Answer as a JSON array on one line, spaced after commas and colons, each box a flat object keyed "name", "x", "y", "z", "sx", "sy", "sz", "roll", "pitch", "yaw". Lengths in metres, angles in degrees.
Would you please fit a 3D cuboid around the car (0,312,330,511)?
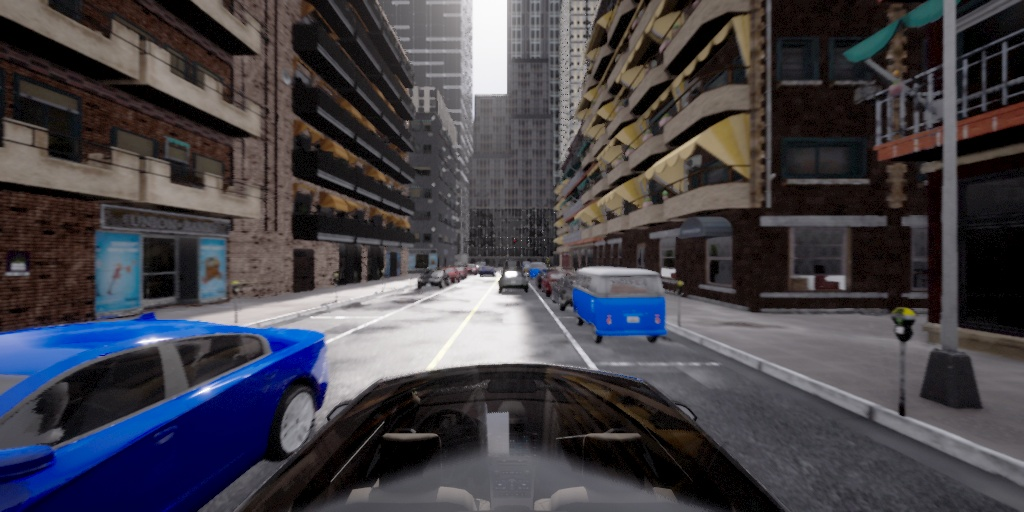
[{"name": "car", "x": -3.099, "y": 1.234, "z": 2.211, "sx": 1.882, "sy": 1.535, "sz": 5.008, "roll": 0, "pitch": -1, "yaw": 0}]

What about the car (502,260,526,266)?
[{"name": "car", "x": 0.091, "y": 1.462, "z": 38.604, "sx": 2.150, "sy": 2.045, "sz": 5.566, "roll": 0, "pitch": 0, "yaw": 0}]

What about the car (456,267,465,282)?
[{"name": "car", "x": -5.689, "y": 1.697, "z": 32.210, "sx": 1.888, "sy": 1.381, "sz": 4.507, "roll": 0, "pitch": 0, "yaw": 0}]

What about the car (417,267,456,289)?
[{"name": "car", "x": -5.689, "y": 1.644, "z": 26.608, "sx": 1.948, "sy": 1.339, "sz": 4.313, "roll": 0, "pitch": 0, "yaw": 0}]

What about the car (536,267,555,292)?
[{"name": "car", "x": 2.691, "y": 1.549, "z": 20.978, "sx": 1.888, "sy": 1.381, "sz": 4.507, "roll": 0, "pitch": 0, "yaw": 0}]

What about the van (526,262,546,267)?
[{"name": "van", "x": 2.693, "y": 1.567, "z": 37.782, "sx": 1.690, "sy": 1.789, "sz": 3.998, "roll": 0, "pitch": 0, "yaw": 0}]

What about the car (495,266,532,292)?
[{"name": "car", "x": 0.096, "y": 1.611, "z": 24.220, "sx": 1.994, "sy": 1.385, "sz": 4.181, "roll": 0, "pitch": -1, "yaw": 0}]

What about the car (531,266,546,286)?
[{"name": "car", "x": 2.692, "y": 1.644, "z": 26.579, "sx": 1.948, "sy": 1.339, "sz": 4.313, "roll": 0, "pitch": 0, "yaw": 0}]

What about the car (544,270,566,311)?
[{"name": "car", "x": 2.691, "y": 1.480, "z": 15.376, "sx": 2.007, "sy": 1.370, "sz": 4.403, "roll": 0, "pitch": 0, "yaw": 0}]

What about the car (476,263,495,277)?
[{"name": "car", "x": -3.065, "y": 1.924, "z": 45.071, "sx": 1.895, "sy": 1.301, "sz": 4.718, "roll": 0, "pitch": -1, "yaw": 0}]

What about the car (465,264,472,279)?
[{"name": "car", "x": -5.688, "y": 1.809, "z": 37.812, "sx": 1.802, "sy": 1.307, "sz": 4.207, "roll": 0, "pitch": 0, "yaw": 0}]

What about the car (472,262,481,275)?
[{"name": "car", "x": -5.687, "y": 1.816, "z": 49.015, "sx": 1.967, "sy": 1.591, "sz": 4.097, "roll": 0, "pitch": 0, "yaw": 0}]

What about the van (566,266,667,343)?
[{"name": "van", "x": 2.690, "y": 1.197, "z": 9.775, "sx": 1.690, "sy": 1.789, "sz": 3.998, "roll": 0, "pitch": 0, "yaw": 0}]
